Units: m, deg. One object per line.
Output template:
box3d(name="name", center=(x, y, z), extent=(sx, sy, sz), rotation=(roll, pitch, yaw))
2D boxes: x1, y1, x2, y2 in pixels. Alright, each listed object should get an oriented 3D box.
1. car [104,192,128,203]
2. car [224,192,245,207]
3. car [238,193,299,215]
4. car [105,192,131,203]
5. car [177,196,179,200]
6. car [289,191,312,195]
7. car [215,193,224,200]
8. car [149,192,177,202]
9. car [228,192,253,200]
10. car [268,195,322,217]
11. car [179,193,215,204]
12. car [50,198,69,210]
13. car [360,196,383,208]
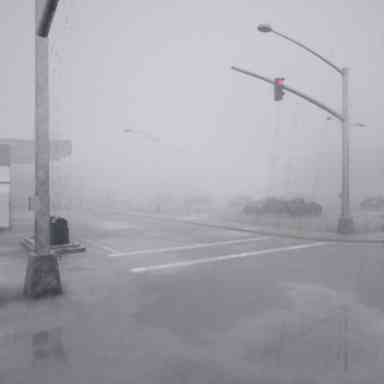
box3d(name="car", center=(-14.046, 0.962, 61.303), extent=(3.866, 1.878, 1.905), rotation=(0, 0, -35))
box3d(name="car", center=(6.525, 1.168, 44.280), extent=(3.633, 1.501, 1.845), rotation=(0, 0, -35))
box3d(name="car", center=(7.018, 1.216, 30.174), extent=(5.027, 1.636, 2.152), rotation=(0, 0, -35))
box3d(name="car", center=(-12.642, 1.249, 58.229), extent=(3.806, 1.475, 1.970), rotation=(0, 0, -35))
box3d(name="car", center=(-1.481, 1.093, 74.539), extent=(4.514, 1.523, 2.007), rotation=(0, 0, -35))
box3d(name="car", center=(19.664, 0.852, 57.861), extent=(4.605, 1.855, 1.932), rotation=(0, 0, -35))
box3d(name="car", center=(6.395, 0.992, 75.572), extent=(3.806, 1.475, 1.970), rotation=(0, 0, -35))
box3d(name="car", center=(-5.713, 0.943, 63.115), extent=(4.605, 1.855, 1.932), rotation=(0, 0, -35))
box3d(name="car", center=(10.335, 0.911, 70.496), extent=(5.027, 1.636, 2.152), rotation=(0, 0, -35))
box3d(name="car", center=(8.857, 1.225, 27.633), extent=(4.514, 1.523, 2.007), rotation=(0, 0, -35))
box3d(name="car", center=(0.837, 1.146, 52.496), extent=(4.514, 1.523, 2.007), rotation=(0, 0, -35))
box3d(name="car", center=(-17.239, 1.477, 42.731), extent=(1.812, 1.442, 4.674), rotation=(0, 0, -35))
box3d(name="car", center=(22.404, 1.176, 40.743), extent=(3.806, 1.475, 1.970), rotation=(0, 0, -35))
